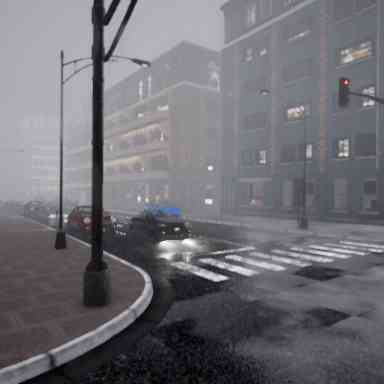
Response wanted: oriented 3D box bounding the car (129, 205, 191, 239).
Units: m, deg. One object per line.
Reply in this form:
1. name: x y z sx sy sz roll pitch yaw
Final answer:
1. car: -1.805 1.625 17.790 1.994 1.385 4.181 0 0 -33

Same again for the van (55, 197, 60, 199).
1. van: -22.110 1.685 56.061 1.690 1.788 3.998 0 0 -36

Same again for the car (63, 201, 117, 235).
1. car: -5.826 1.507 19.235 1.967 1.590 4.097 0 0 -33

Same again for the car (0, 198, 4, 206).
1. car: -25.292 1.799 46.674 1.752 1.417 4.829 0 0 -36

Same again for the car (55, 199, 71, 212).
1. car: -15.968 1.806 38.501 1.895 1.301 4.718 0 -1 -36

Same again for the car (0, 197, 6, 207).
1. car: -35.280 1.820 60.464 1.967 1.590 4.097 0 0 -36

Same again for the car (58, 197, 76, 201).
1. car: -18.830 1.859 51.483 2.008 1.369 4.403 0 0 -36

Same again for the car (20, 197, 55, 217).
1. car: -15.466 1.610 33.137 1.967 1.590 4.097 0 0 -35

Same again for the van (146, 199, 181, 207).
1. van: -2.492 1.479 28.640 1.690 1.788 3.998 0 0 -34

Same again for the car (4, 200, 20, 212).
1. car: -22.075 1.791 42.277 2.008 1.369 4.403 0 0 -36
